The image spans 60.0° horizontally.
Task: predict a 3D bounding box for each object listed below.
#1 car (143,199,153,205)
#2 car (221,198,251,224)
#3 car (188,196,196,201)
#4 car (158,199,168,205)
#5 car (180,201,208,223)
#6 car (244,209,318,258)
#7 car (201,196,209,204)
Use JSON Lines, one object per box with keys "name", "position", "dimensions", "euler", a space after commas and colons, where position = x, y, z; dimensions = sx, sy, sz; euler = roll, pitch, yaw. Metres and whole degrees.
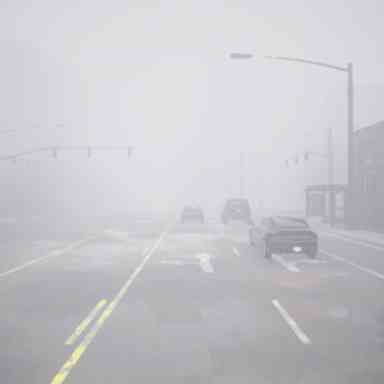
{"name": "car", "position": [-10.462, 2.401, 80.023], "dimensions": [1.812, 1.442, 4.674], "euler": [0, -1, 0]}
{"name": "car", "position": [3.609, 1.527, 27.516], "dimensions": [2.150, 2.045, 5.566], "euler": [0, 0, 3]}
{"name": "car", "position": [0.042, 2.299, 87.022], "dimensions": [2.097, 1.767, 4.553], "euler": [0, -1, 0]}
{"name": "car", "position": [-6.962, 2.429, 80.021], "dimensions": [1.994, 1.385, 4.181], "euler": [0, -1, 0]}
{"name": "car", "position": [0.032, 1.806, 28.489], "dimensions": [2.128, 1.511, 4.902], "euler": [0, 0, 0]}
{"name": "car", "position": [3.524, 1.656, 13.486], "dimensions": [1.837, 1.490, 4.892], "euler": [0, 0, 0]}
{"name": "car", "position": [3.542, 2.438, 86.632], "dimensions": [1.837, 1.490, 4.892], "euler": [0, -1, 0]}
